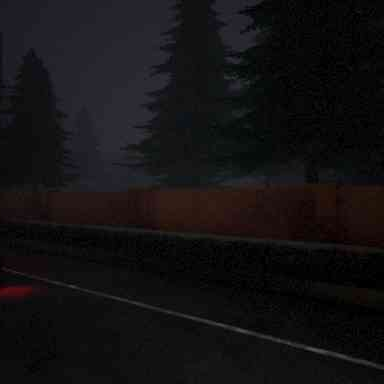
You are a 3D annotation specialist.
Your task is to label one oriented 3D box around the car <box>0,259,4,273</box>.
[{"bbox_3d":[-7.273,1.644,9.186,5.357,1.411,2.033,-1,0,36],"label":"car"}]
